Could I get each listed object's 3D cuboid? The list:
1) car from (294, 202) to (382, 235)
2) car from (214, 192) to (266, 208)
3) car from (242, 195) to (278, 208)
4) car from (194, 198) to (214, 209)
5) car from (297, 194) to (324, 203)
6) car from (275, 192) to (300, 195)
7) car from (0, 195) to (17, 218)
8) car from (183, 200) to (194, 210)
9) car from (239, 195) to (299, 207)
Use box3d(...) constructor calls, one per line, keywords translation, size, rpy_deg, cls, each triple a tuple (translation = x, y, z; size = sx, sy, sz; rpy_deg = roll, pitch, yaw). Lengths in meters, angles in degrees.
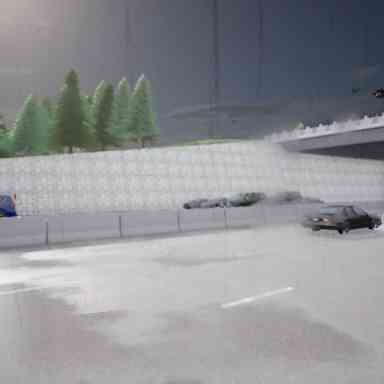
box3d(translation=(8.240, 1.430, 18.178), size=(5.357, 1.411, 2.033), rpy_deg=(0, 0, -35), cls="car")
box3d(translation=(5.330, 1.045, 33.405), size=(5.566, 2.045, 2.150), rpy_deg=(0, 0, -35), cls="car")
box3d(translation=(9.200, 1.250, 44.779), size=(5.008, 1.535, 1.882), rpy_deg=(-1, 0, -35), cls="car")
box3d(translation=(3.052, 1.351, 36.084), size=(4.892, 1.490, 1.837), rpy_deg=(0, 0, -35), cls="car")
box3d(translation=(11.458, 1.296, 33.566), size=(4.902, 1.511, 2.128), rpy_deg=(0, 0, -35), cls="car")
box3d(translation=(11.683, 0.988, 42.242), size=(5.566, 2.045, 2.150), rpy_deg=(-1, 1, -35), cls="car")
box3d(translation=(-15.302, 1.214, 23.176), size=(5.566, 2.045, 2.150), rpy_deg=(0, 0, -35), cls="car")
box3d(translation=(1.004, 1.405, 38.922), size=(4.181, 1.385, 1.994), rpy_deg=(0, 0, -35), cls="car")
box3d(translation=(7.094, 1.334, 30.364), size=(4.902, 1.511, 2.128), rpy_deg=(0, 0, -35), cls="car")
